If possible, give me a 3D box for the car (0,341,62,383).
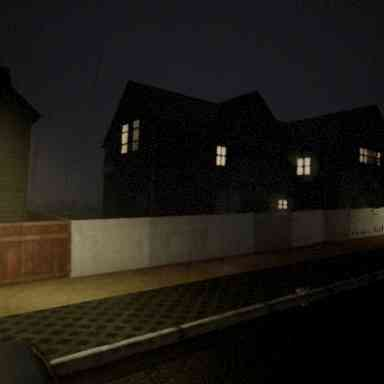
[{"bbox_3d":[-3.028,1.533,0.912,5.357,1.411,2.033,1,0,-36],"label":"car"}]
